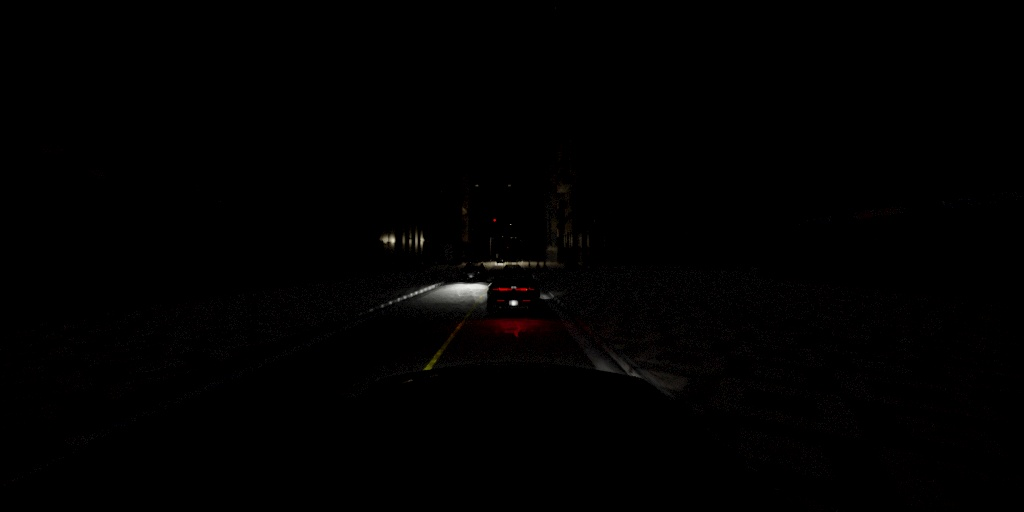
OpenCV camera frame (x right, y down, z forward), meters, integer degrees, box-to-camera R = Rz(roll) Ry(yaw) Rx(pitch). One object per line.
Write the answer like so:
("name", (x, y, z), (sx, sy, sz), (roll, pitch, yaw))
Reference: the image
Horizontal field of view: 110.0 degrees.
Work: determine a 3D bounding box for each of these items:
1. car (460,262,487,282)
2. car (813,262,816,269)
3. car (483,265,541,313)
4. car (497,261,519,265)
("car", (-3.066, 1.275, 29.378), (2.128, 1.511, 4.902), (0, 0, 0))
("car", (36.727, 1.029, 46.341), (5.008, 1.535, 1.882), (0, -1, 0))
("car", (0.072, 1.271, 14.110), (1.837, 1.490, 4.892), (0, 0, 0))
("car", (0.070, 1.345, 28.709), (1.994, 1.385, 4.181), (0, 0, 0))
